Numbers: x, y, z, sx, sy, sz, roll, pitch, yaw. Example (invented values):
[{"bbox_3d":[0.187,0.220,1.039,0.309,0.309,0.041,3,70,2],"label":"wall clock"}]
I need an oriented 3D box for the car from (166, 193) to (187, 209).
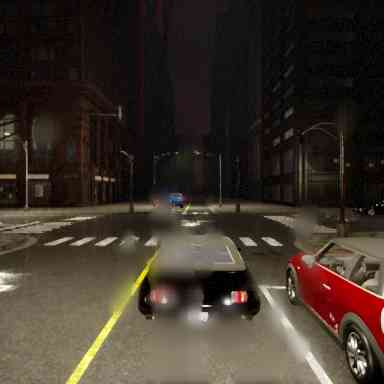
[{"bbox_3d":[-2.236,1.234,45.363,2.150,2.045,5.566,0,0,1],"label":"car"}]

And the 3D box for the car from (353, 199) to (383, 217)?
[{"bbox_3d":[17.164,1.435,29.959,4.892,1.490,1.837,0,0,1],"label":"car"}]

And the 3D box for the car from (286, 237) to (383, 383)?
[{"bbox_3d":[2.870,1.439,5.349,1.967,1.590,4.097,0,0,1],"label":"car"}]

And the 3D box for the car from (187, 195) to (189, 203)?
[{"bbox_3d":[-1.845,1.259,68.028,2.150,2.045,5.566,0,0,1],"label":"car"}]

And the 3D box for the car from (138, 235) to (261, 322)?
[{"bbox_3d":[0.145,1.600,7.241,1.895,1.301,4.718,0,0,1],"label":"car"}]
